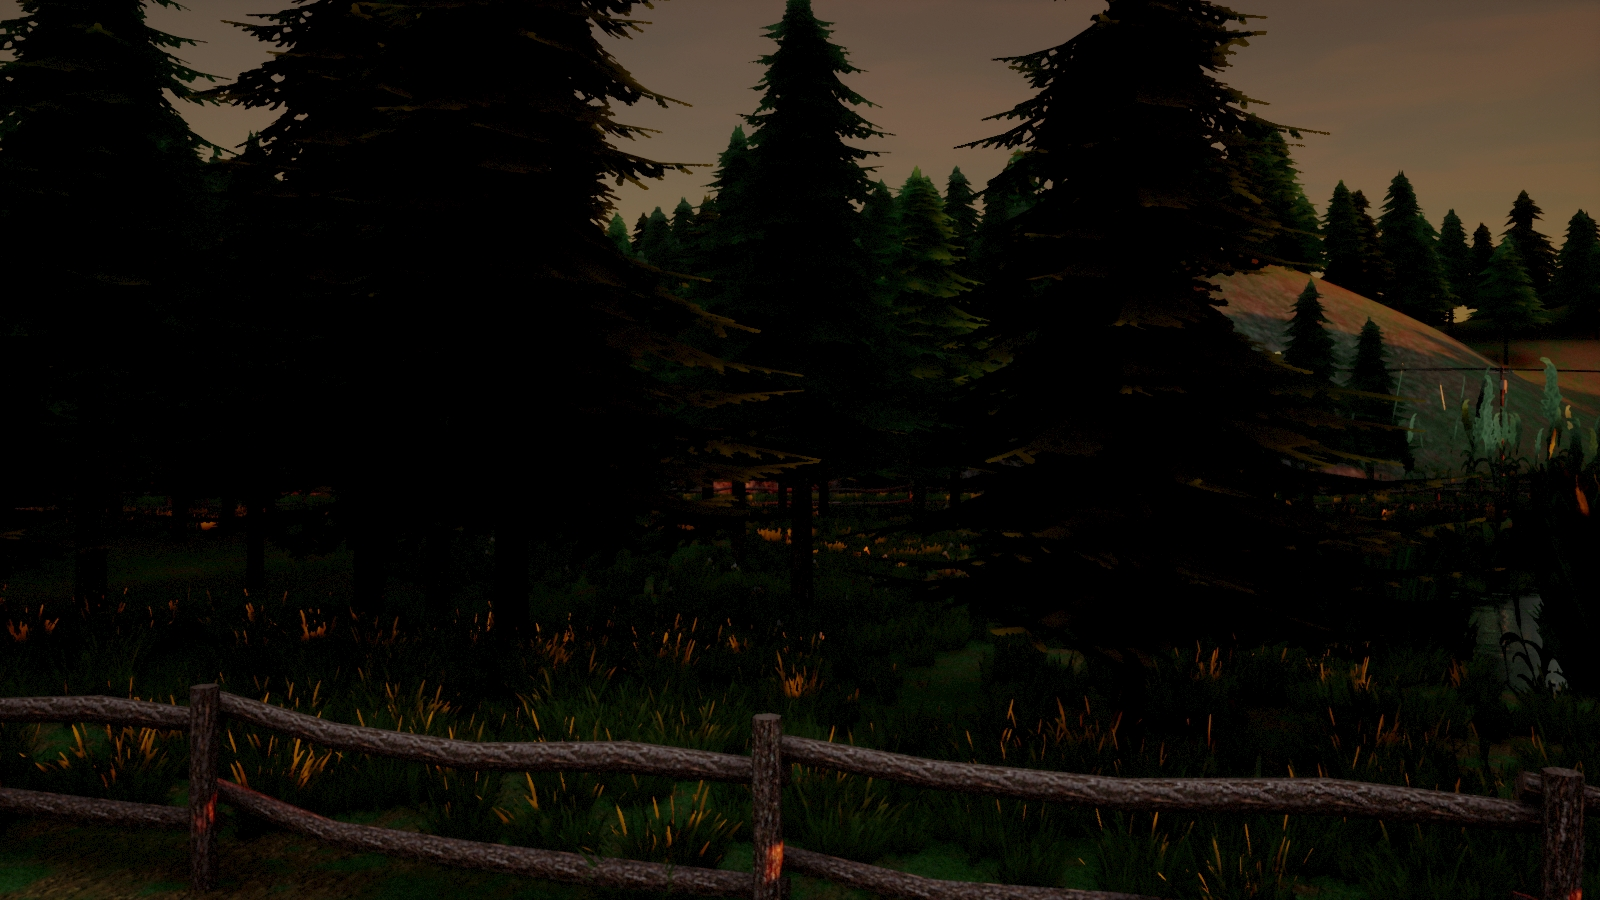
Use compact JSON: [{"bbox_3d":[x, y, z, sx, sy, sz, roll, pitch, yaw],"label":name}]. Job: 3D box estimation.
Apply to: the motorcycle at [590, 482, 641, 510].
[{"bbox_3d":[-8.739,2.178,54.117,2.209,1.251,0.867,0,0,14],"label":"motorcycle"}]
